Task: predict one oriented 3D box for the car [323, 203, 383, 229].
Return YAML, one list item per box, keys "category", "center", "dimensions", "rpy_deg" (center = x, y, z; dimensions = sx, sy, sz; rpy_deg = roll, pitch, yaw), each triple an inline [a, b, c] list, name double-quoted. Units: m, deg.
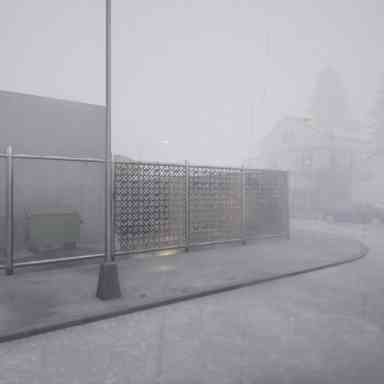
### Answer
- category: "car"
  center: [11.201, 1.478, 22.100]
  dimensions: [1.882, 1.535, 5.008]
  rpy_deg: [-1, 1, -36]
